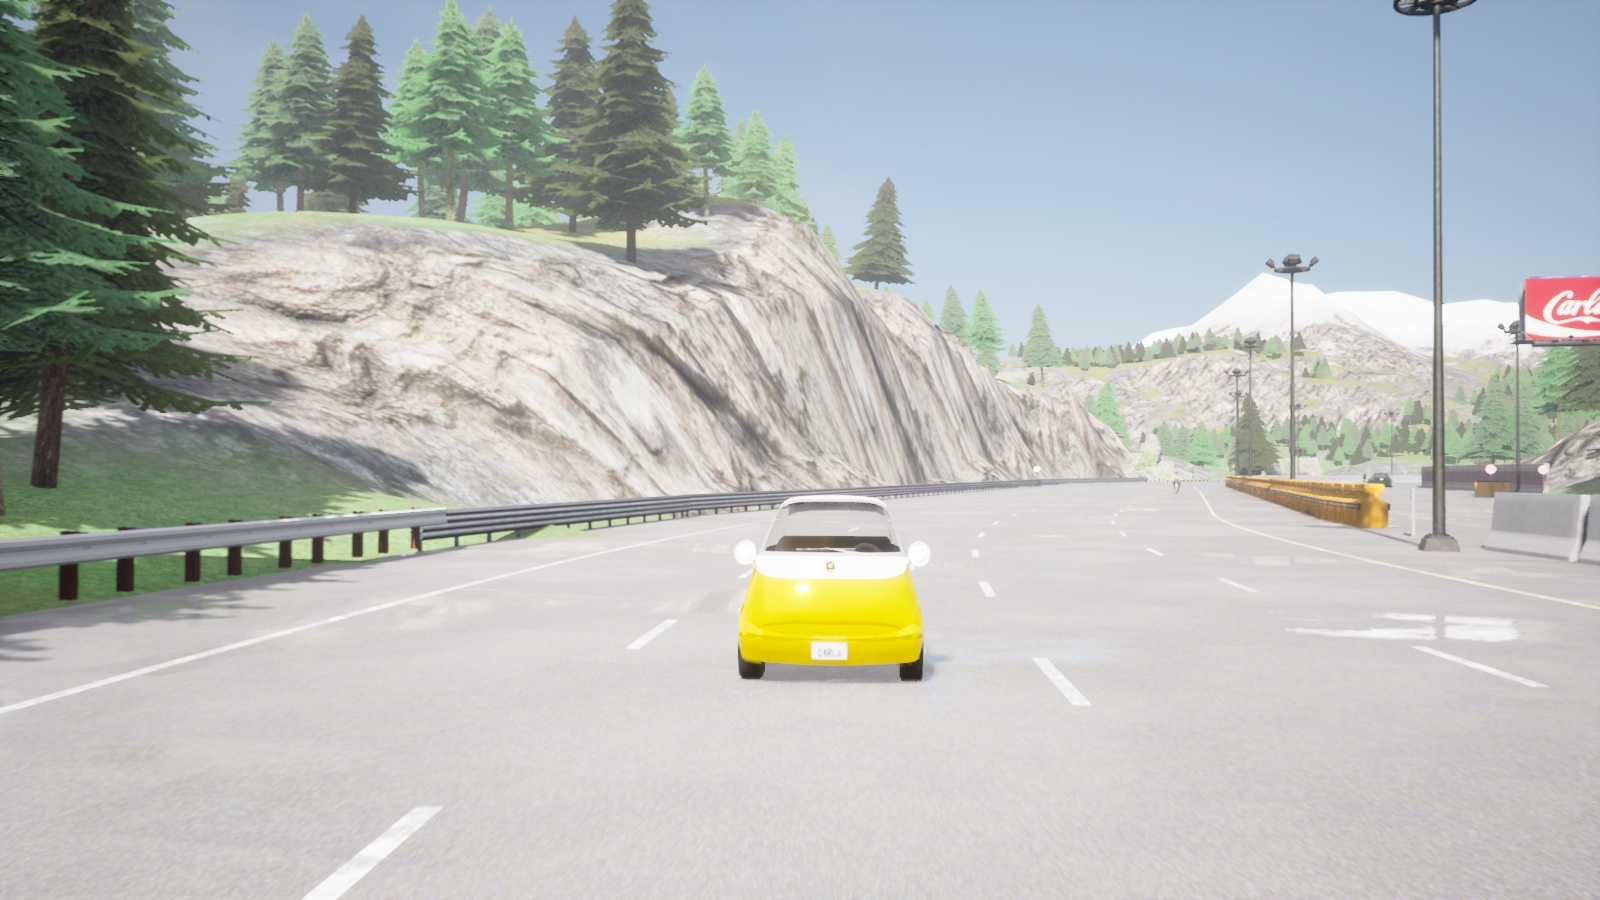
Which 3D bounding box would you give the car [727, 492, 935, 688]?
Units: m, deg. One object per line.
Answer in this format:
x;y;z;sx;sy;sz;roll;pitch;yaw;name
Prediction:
0.282;1.038;10.103;1.481;1.376;2.207;0;-1;3;car
